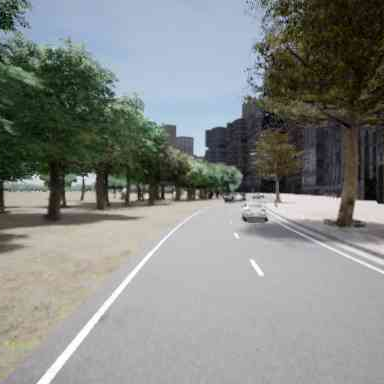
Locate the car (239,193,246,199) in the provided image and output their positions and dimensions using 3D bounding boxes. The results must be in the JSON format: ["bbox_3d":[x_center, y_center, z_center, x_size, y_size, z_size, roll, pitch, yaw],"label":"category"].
[{"bbox_3d":[10.505,1.247,78.098,2.150,2.045,5.566,0,0,17],"label":"car"}]

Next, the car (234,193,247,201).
[{"bbox_3d":[12.297,1.253,83.808,2.150,2.045,5.566,0,0,18],"label":"car"}]

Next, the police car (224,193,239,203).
[{"bbox_3d":[7.818,1.439,68.576,1.930,1.638,5.238,0,0,15],"label":"police car"}]

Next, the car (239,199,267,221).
[{"bbox_3d":[5.048,1.537,27.257,1.812,1.442,4.674,0,0,6],"label":"car"}]
